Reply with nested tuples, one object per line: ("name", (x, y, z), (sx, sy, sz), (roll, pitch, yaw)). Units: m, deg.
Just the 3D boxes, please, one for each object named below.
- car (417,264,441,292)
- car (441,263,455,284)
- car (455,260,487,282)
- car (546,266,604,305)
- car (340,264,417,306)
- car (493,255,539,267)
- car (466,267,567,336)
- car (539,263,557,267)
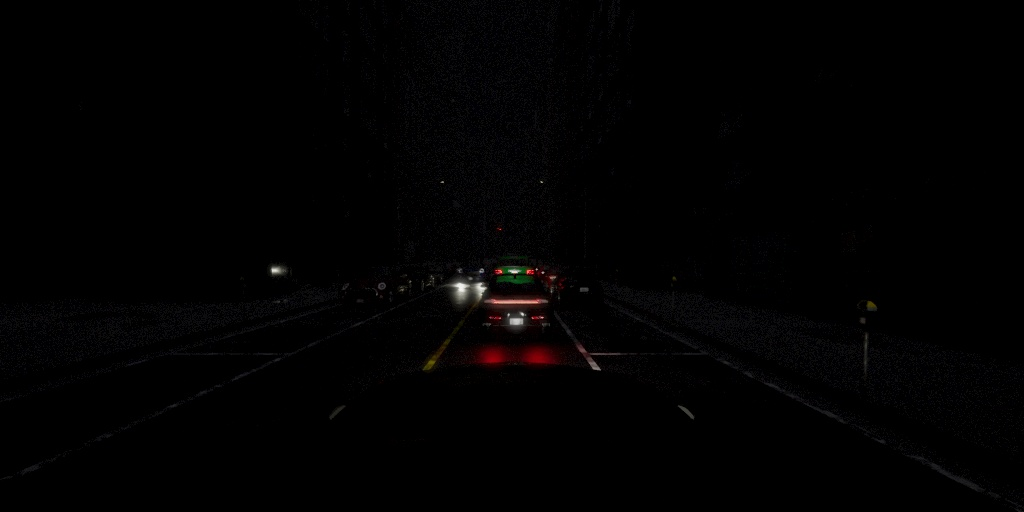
("car", (-5.780, 1.314, 21.155), (1.948, 1.339, 4.313), (0, 0, 0))
("car", (-5.784, 1.299, 26.660), (2.007, 1.370, 4.403), (0, 0, 0))
("car", (-3.035, 1.100, 28.538), (2.097, 1.767, 4.553), (0, 0, 0))
("car", (2.750, 1.314, 15.657), (1.948, 1.339, 4.313), (0, 0, 0))
("car", (-5.776, 1.188, 15.650), (1.967, 1.591, 4.097), (0, 0, 0))
("car", (0.086, 0.970, 20.307), (2.150, 2.045, 5.566), (0, 0, -1))
("car", (0.093, 1.240, 10.387), (2.128, 1.511, 4.902), (0, 0, 0))
("car", (2.746, 1.293, 21.161), (1.888, 1.381, 4.507), (0, 0, 0))
